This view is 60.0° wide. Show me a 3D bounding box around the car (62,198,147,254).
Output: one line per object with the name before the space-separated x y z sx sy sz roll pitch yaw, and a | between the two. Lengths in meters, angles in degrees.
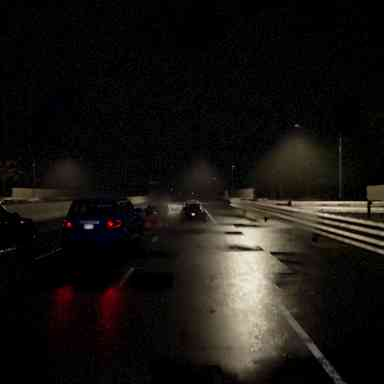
car | -3.402 1.239 13.654 2.150 2.045 5.566 0 0 0

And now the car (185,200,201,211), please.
car | 0.096 1.707 42.939 1.895 1.301 4.718 0 0 0

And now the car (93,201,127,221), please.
car | -6.903 1.577 28.515 1.812 1.442 4.674 0 0 0

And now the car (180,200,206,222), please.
car | 0.097 1.610 26.406 1.994 1.385 4.181 0 0 0

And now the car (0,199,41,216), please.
car | -17.586 1.561 33.895 2.128 1.511 4.902 0 0 0

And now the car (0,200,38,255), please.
car | -6.901 1.234 10.192 2.150 2.045 5.566 0 0 0

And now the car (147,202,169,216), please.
car | -3.403 1.669 33.357 1.895 1.301 4.718 0 0 0

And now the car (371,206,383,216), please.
car | 18.884 1.575 30.625 1.895 1.301 4.718 0 -2 -20
